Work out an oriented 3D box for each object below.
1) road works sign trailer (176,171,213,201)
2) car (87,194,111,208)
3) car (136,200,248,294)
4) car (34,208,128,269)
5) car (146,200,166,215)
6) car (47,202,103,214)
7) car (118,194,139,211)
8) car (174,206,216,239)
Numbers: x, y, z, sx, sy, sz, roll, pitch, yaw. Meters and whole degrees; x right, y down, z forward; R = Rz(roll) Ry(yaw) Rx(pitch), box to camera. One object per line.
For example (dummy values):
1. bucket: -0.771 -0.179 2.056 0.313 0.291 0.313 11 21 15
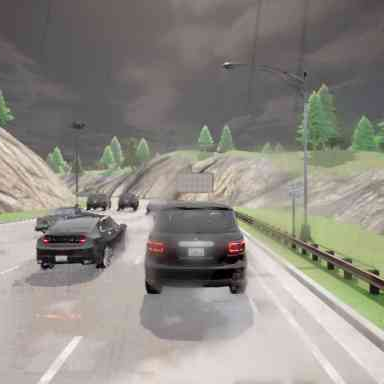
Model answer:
1. road works sign trailer: 0.190 0.464 21.622 2.380 3.560 2.880 0 0 0
2. car: -11.110 1.219 39.833 2.150 2.045 5.566 0 0 -6
3. car: 0.088 1.221 8.909 2.150 2.045 5.566 0 0 0
4. car: -3.412 1.503 11.113 1.837 1.490 4.892 0 0 0
5. car: -3.761 1.601 35.421 1.895 1.301 4.718 0 0 -3
6. car: -6.928 1.547 18.839 2.033 1.411 5.357 0 0 0
7. car: -7.677 1.221 40.315 2.150 2.045 5.566 0 0 -5
8. car: 0.120 1.557 18.125 1.994 1.385 4.181 0 0 -1
